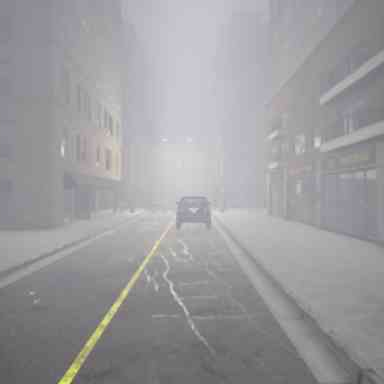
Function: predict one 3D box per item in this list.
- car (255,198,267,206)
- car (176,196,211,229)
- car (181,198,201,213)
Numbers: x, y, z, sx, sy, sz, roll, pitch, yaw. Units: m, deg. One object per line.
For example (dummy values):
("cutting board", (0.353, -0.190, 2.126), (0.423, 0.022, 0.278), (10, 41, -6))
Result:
("car", (12.136, 1.475, 51.708), (4.507, 1.381, 1.887), (-1, 0, 0))
("car", (0.099, 1.242, 22.080), (2.150, 2.045, 5.566), (0, 0, 0))
("car", (-0.181, 1.507, 38.496), (1.882, 1.535, 5.008), (0, 0, -5))
